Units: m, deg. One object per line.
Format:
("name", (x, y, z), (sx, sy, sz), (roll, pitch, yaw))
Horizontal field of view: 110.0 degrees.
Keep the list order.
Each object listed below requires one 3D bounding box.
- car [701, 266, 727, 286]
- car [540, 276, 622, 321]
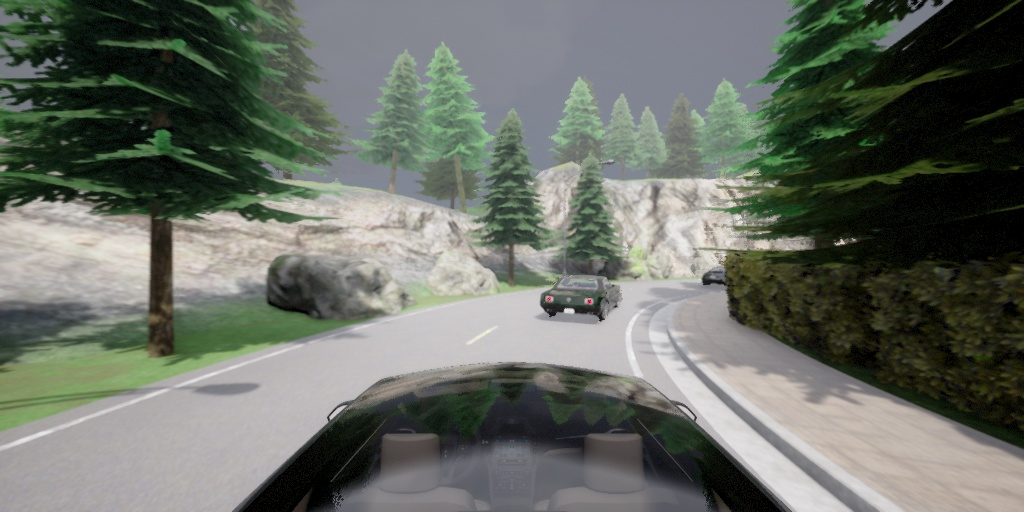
("car", (14.849, 1.349, 24.252), (4.181, 1.385, 1.994), (0, 0, -27))
("car", (2.631, 1.347, 12.650), (1.895, 1.301, 4.718), (0, 0, 25))
